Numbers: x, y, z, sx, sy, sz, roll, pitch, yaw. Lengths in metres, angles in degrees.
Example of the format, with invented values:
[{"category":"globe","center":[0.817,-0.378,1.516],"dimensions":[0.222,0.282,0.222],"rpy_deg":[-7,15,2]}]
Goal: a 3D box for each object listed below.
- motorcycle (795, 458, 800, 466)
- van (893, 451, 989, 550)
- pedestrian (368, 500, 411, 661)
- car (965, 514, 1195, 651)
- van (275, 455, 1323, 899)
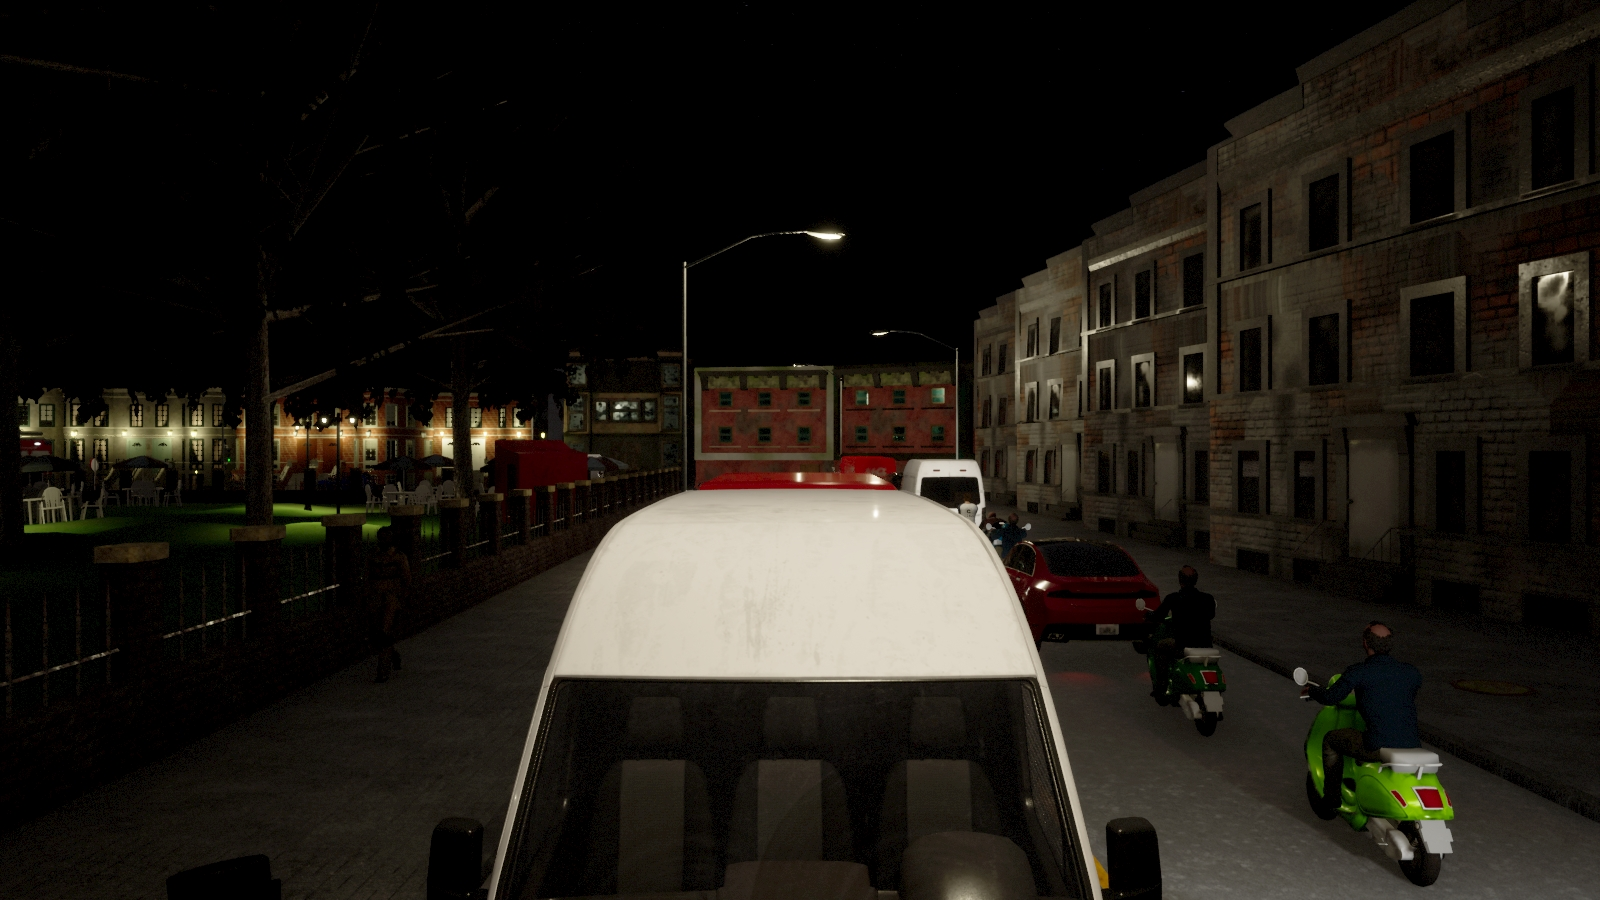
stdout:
[{"category":"motorcycle","center":[-0.384,1.962,183.190],"dimensions":[0.856,1.236,1.805],"rpy_deg":[0,0,0]},{"category":"van","center":[3.906,1.314,32.634],"dimensions":[1.988,2.561,5.915],"rpy_deg":[0,0,0]},{"category":"pedestrian","center":[-4.831,1.525,13.460],"dimensions":[0.375,1.860,0.375],"rpy_deg":[0,0,0]},{"category":"car","center":[3.953,1.841,17.118],"dimensions":[2.231,1.480,4.892],"rpy_deg":[0,0,0]},{"category":"van","center":[-0.006,1.314,5.127],"dimensions":[1.988,2.561,5.915],"rpy_deg":[0,0,0]}]
